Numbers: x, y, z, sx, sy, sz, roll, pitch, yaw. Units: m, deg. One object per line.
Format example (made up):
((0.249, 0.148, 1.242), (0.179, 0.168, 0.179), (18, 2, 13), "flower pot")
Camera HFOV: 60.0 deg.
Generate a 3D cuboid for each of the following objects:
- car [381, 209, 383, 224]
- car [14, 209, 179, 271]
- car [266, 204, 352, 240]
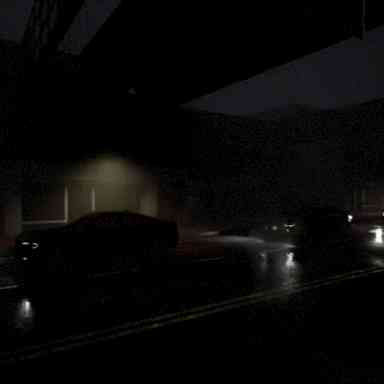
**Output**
((14.215, 1.293, 21.507), (5.008, 1.535, 1.882), (0, 1, -33), "car")
((-2.796, 1.343, 10.516), (5.008, 1.535, 1.882), (0, 1, -33), "car")
((5.703, 1.345, 16.011), (4.892, 1.490, 1.837), (0, 1, -33), "car")
